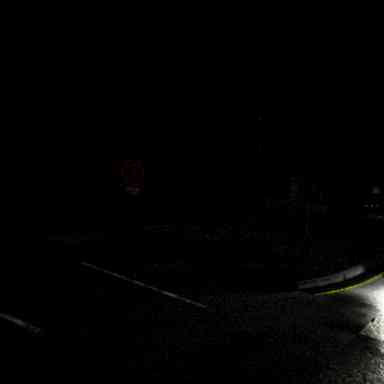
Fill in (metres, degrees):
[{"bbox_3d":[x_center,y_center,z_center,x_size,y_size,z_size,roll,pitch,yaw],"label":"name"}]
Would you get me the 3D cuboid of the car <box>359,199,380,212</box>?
[{"bbox_3d":[19.454,1.518,38.503,2.033,1.411,5.357,1,1,-1],"label":"car"}]
